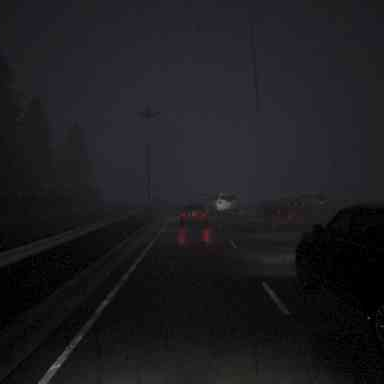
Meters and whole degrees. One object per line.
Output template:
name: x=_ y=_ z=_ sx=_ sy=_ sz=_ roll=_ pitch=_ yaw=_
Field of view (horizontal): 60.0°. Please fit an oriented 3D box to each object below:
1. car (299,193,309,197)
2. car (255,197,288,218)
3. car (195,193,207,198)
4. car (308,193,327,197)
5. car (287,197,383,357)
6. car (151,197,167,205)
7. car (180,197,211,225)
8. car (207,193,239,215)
car: x=10.076 y=1.297 z=34.989 sx=2.097 sy=1.767 sz=4.553 roll=0 pitch=0 yaw=-5
car: x=6.960 y=1.432 z=29.420 sx=1.882 sy=1.535 sz=5.008 roll=0 pitch=0 yaw=-2
car: x=1.949 y=1.133 z=57.191 sx=2.150 sy=2.045 sz=5.566 roll=0 pitch=0 yaw=-19
car: x=13.420 y=1.162 z=37.977 sx=2.150 sy=2.045 sz=5.566 roll=0 pitch=0 yaw=-7
car: x=3.603 y=1.212 z=5.837 sx=2.150 sy=2.045 sz=5.566 roll=0 pitch=0 yaw=0
car: x=-5.824 y=1.475 z=57.805 sx=1.994 sy=1.385 sz=4.181 roll=0 pitch=0 yaw=-21
car: x=0.089 y=1.420 z=23.795 sx=1.801 sy=1.575 sz=5.366 roll=0 pitch=0 yaw=-1
car: x=3.242 y=1.169 z=33.971 sx=2.150 sy=2.045 sz=5.566 roll=0 pitch=0 yaw=-5
